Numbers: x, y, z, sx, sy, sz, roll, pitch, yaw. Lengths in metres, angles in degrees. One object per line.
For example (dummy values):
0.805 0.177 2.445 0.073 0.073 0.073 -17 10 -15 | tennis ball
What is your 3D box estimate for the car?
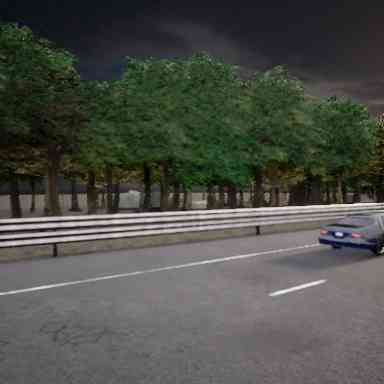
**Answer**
7.249 1.542 13.223 5.357 1.411 2.033 0 0 -35 | car
